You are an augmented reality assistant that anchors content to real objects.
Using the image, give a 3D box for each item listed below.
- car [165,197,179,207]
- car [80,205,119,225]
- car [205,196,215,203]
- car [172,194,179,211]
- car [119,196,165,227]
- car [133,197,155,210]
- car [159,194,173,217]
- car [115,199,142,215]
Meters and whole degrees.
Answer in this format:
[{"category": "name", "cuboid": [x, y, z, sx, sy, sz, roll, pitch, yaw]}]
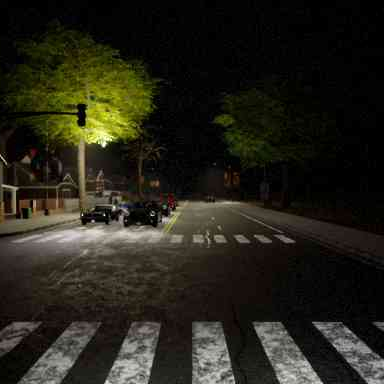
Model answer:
[{"category": "car", "cuboid": [-3.056, 1.501, 51.655, 1.837, 1.490, 4.892, 0, 0, 1]}, {"category": "car", "cuboid": [-6.479, 1.594, 24.021, 1.895, 1.301, 4.718, 0, 0, 0]}, {"category": "car", "cuboid": [3.677, 1.506, 67.636, 1.837, 1.490, 4.892, 0, 0, 1]}, {"category": "car", "cuboid": [-3.143, 1.215, 41.216, 2.150, 2.045, 5.566, 0, 0, 1]}, {"category": "car", "cuboid": [-3.238, 1.345, 22.524, 2.097, 1.767, 4.553, 0, 0, 0]}, {"category": "car", "cuboid": [-6.369, 1.486, 44.633, 2.128, 1.511, 4.902, 0, 0, 1]}, {"category": "car", "cuboid": [-3.193, 1.344, 31.381, 2.097, 1.767, 4.553, 0, 0, 0]}, {"category": "car", "cuboid": [-6.419, 1.518, 34.193, 1.812, 1.442, 4.674, 0, 0, 0]}]
